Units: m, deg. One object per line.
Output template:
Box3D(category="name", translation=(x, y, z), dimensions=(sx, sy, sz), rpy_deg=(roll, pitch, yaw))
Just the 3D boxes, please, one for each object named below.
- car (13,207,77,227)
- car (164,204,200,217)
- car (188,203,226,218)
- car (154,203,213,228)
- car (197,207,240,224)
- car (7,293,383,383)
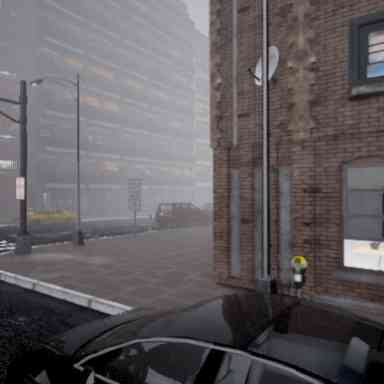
Box3D(category="car", translation=(-10.982, 1.847, 25.391), dimensions=(1.752, 1.417, 4.829), rpy_deg=(-1, -2, 35))
Box3D(category="car", translation=(-1.138, 2.178, 39.447), dimensions=(1.887, 1.381, 4.507), rpy_deg=(-1, -2, 35))
Box3D(category="car", translation=(1.842, 2.142, 39.152), dimensions=(2.128, 1.511, 4.902), rpy_deg=(0, -1, 35))
Box3D(category="car", translation=(-0.765, 1.720, 25.437), dimensions=(2.192, 1.841, 5.009), rpy_deg=(-2, -2, 35))
Box3D(category="car", translation=(2.486, 2.052, 30.070), dimensions=(1.887, 1.381, 4.507), rpy_deg=(-2, -2, 35))
Box3D(category="car", translation=(0.264, 1.567, 2.687), dimensions=(4.313, 1.339, 1.947), rpy_deg=(0, 0, 36))
